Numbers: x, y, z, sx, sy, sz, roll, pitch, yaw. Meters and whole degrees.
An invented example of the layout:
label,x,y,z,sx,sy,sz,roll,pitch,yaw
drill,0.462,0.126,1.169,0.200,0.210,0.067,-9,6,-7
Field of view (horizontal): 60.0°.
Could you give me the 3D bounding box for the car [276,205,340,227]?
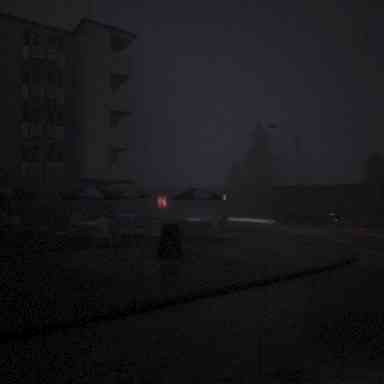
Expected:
label,x,y,z,sx,sy,sz,roll,pitch,yaw
car,8.508,1.733,24.840,2.128,1.511,4.902,1,0,-35
